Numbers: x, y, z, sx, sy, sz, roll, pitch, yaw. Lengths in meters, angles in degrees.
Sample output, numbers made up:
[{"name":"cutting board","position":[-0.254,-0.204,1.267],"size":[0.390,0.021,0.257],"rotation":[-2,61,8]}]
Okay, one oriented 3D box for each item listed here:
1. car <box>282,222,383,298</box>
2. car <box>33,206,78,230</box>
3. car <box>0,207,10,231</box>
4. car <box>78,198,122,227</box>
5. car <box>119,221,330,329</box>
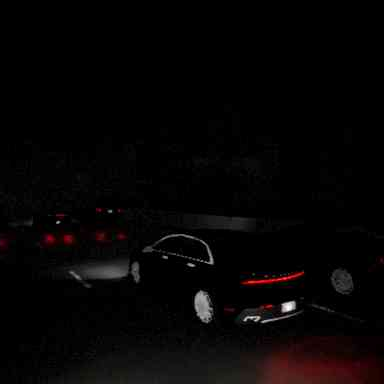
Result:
[{"name":"car","position":[3.289,1.545,8.928],"size":[1.882,1.535,5.008],"rotation":[0,-1,-32]},{"name":"car","position":[-9.682,1.722,22.873],"size":[2.128,1.511,4.902],"rotation":[0,-1,-32]},{"name":"car","position":[-13.089,1.727,21.713],"size":[1.837,1.490,4.892],"rotation":[0,-2,-32]},{"name":"car","position":[-7.116,1.480,25.365],"size":[2.150,2.045,5.566],"rotation":[0,-1,-32]},{"name":"car","position":[0.216,1.555,7.239],"size":[1.837,1.490,4.892],"rotation":[0,-1,-32]}]
